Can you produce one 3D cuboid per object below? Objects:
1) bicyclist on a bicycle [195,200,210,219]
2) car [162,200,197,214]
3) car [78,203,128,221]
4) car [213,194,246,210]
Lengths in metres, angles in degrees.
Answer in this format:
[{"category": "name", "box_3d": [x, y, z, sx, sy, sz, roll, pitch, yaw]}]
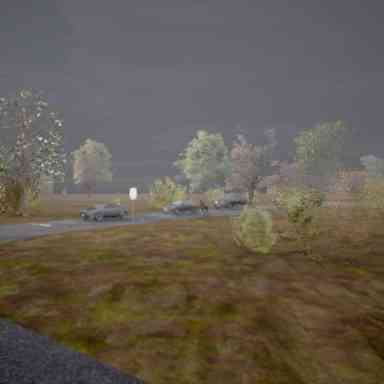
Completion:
[{"category": "bicyclist on a bicycle", "box_3d": [0.901, 1.509, 28.604, 1.656, 1.620, 0.582, -1, 0, 37]}, {"category": "car", "box_3d": [-1.267, 1.595, 36.148, 1.812, 1.442, 4.674, 0, 0, 38]}, {"category": "car", "box_3d": [-7.430, 1.628, 27.967, 1.994, 1.385, 4.181, 0, 0, 37]}, {"category": "car", "box_3d": [5.118, 1.297, 44.194, 2.150, 2.045, 5.566, 0, 0, 39]}]
